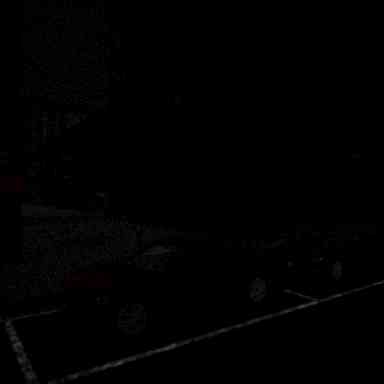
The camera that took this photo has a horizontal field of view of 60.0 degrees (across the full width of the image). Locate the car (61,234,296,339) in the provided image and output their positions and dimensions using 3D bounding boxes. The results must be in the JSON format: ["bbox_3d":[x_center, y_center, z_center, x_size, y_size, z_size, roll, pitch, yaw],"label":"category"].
[{"bbox_3d":[-0.205,1.578,6.620,4.507,1.381,1.887,1,0,-36],"label":"car"}]

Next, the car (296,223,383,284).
[{"bbox_3d":[4.350,1.629,9.870,4.507,1.381,1.887,1,0,-36],"label":"car"}]
